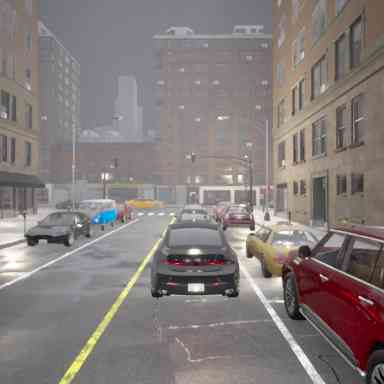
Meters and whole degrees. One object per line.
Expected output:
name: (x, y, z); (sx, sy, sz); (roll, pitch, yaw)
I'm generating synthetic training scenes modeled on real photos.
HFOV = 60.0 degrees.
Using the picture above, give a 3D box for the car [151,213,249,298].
car: (0.049, 1.514, 8.540); (1.837, 1.490, 4.892); (0, 0, -1)

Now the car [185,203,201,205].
car: (0.077, 1.584, 25.998); (2.033, 1.411, 5.357); (0, 0, 0)

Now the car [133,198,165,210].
car: (-5.975, 1.481, 42.286); (5.008, 1.535, 1.882); (0, -1, 0)

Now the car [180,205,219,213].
car: (0.097, 1.546, 16.028); (1.812, 1.442, 4.674); (0, 0, 0)

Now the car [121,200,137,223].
car: (-5.853, 1.581, 26.200); (1.887, 1.381, 4.507); (1, 0, 0)

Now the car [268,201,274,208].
car: (13.455, 1.588, 48.866); (4.553, 1.767, 2.097); (0, -1, 0)

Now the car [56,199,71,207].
car: (-13.591, 1.473, 38.906); (4.181, 1.385, 1.994); (0, -1, 4)

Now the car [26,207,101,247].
car: (-5.852, 1.585, 15.235); (1.947, 1.339, 4.313); (1, 0, 0)

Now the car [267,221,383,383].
car: (2.678, 1.319, 4.270); (2.192, 1.841, 5.009); (1, 0, 0)

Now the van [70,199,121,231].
van: (-5.850, 1.369, 20.718); (1.690, 1.788, 3.998); (1, 0, 0)

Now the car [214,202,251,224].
car: (2.674, 1.468, 20.718); (1.967, 1.590, 4.097); (1, 0, 0)

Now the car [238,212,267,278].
car: (2.675, 1.536, 9.922); (1.752, 1.417, 4.829); (1, 0, 0)

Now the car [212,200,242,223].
car: (2.673, 1.477, 26.201); (1.967, 1.590, 4.097); (1, 0, 0)
